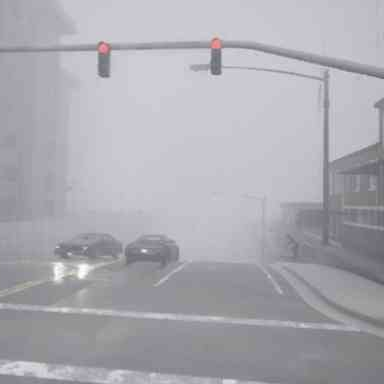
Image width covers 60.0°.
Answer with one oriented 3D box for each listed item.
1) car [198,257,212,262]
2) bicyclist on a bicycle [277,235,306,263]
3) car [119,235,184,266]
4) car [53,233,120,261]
[{"bbox_3d":[1.651,9.553,45.339,2.033,1.411,5.357,1,-11,8],"label":"car"},{"bbox_3d":[5.839,3.341,19.602,1.656,1.620,0.582,1,-10,8],"label":"bicyclist on a bicycle"},{"bbox_3d":[-1.853,2.824,16.581,1.994,1.385,4.181,1,-7,7],"label":"car"},{"bbox_3d":[-5.375,2.924,18.158,2.033,1.411,5.357,1,-9,7],"label":"car"}]
